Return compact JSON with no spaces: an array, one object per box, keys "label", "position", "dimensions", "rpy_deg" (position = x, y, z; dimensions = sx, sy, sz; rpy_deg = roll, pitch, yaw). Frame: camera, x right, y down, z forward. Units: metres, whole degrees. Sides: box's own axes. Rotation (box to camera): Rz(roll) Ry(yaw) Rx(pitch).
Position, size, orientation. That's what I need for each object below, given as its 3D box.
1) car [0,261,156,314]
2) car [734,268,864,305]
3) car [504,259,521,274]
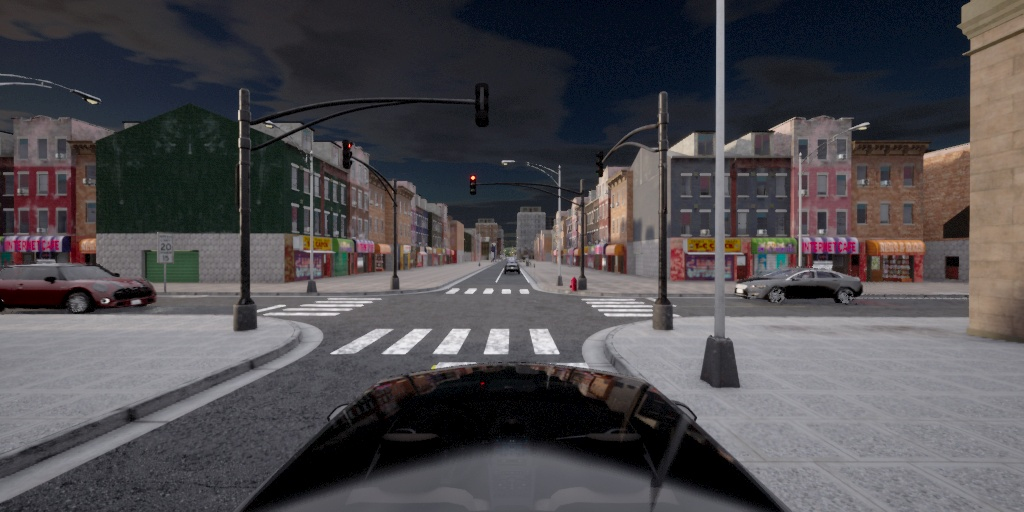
[{"label":"car","position":[-15.731,1.061,12.864],"dimensions":[4.553,1.767,2.097],"rpy_deg":[0,0,0]},{"label":"car","position":[12.530,1.276,15.841],"dimensions":[4.902,1.511,2.128],"rpy_deg":[0,0,0]},{"label":"car","position":[0.011,1.313,40.659],"dimensions":[1.948,1.339,4.313],"rpy_deg":[0,0,0]}]
